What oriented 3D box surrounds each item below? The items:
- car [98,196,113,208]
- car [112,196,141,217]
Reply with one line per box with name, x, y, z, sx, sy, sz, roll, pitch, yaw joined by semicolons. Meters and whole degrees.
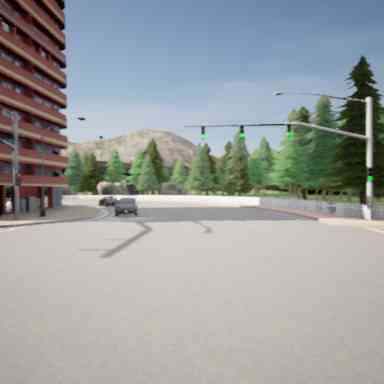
car;-10.661;1.244;43.135;1.994;1.385;4.181;-1;1;-33
car;-5.554;1.269;28.694;1.837;1.490;4.892;-1;1;-9
